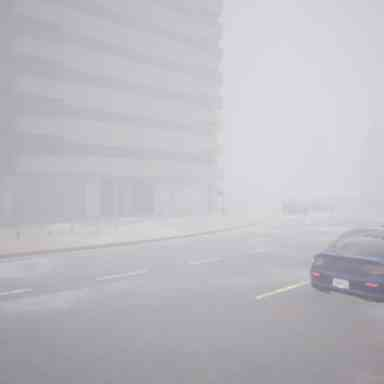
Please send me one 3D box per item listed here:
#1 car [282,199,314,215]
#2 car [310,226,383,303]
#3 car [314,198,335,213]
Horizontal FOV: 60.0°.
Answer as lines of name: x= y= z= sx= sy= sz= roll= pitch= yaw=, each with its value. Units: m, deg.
car: x=10.378 y=1.470 z=33.582 sx=1.882 sy=1.535 sz=5.008 roll=0 pitch=0 yaw=5
car: x=4.487 y=1.524 z=7.716 sx=4.674 sy=1.442 sz=1.812 roll=0 pitch=0 yaw=-42
car: x=14.036 y=1.497 z=36.538 sx=1.837 sy=1.490 sz=4.892 roll=1 pitch=0 yaw=1
